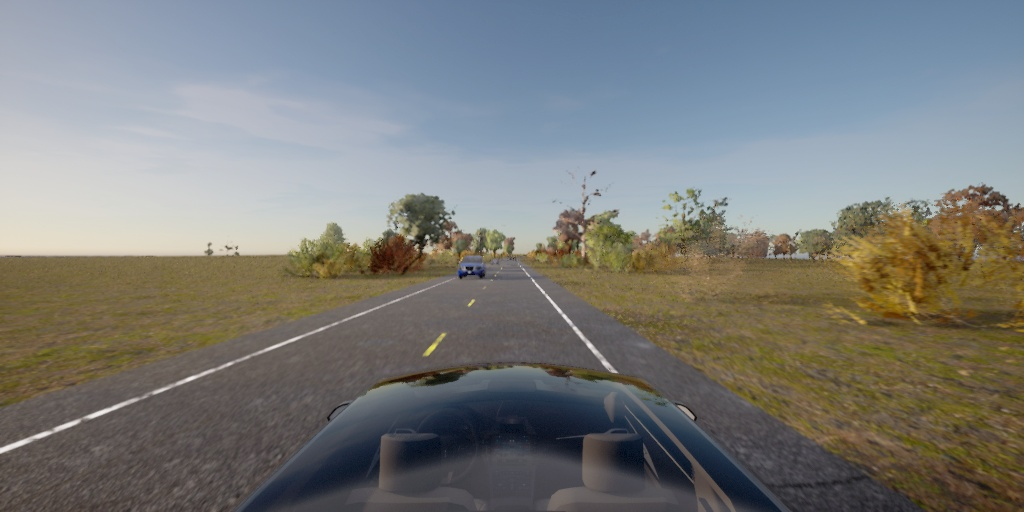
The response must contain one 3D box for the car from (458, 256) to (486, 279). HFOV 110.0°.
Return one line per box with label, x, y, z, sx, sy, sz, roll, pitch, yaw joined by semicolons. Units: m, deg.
car;-3.591;1.017;33.055;2.150;2.045;5.566;0;0;0
